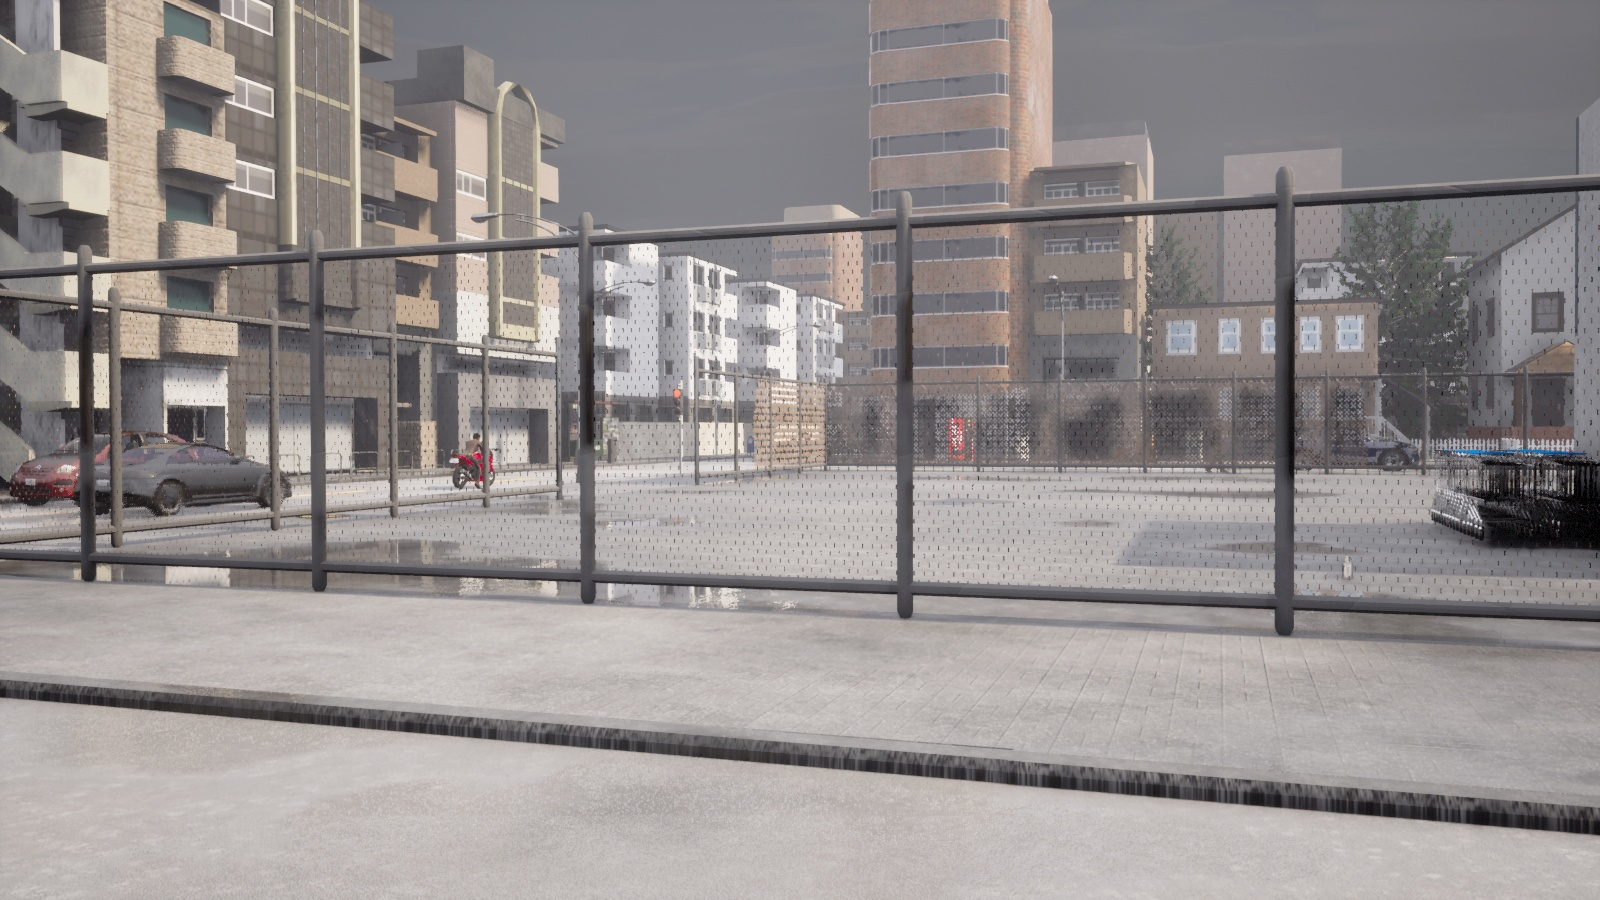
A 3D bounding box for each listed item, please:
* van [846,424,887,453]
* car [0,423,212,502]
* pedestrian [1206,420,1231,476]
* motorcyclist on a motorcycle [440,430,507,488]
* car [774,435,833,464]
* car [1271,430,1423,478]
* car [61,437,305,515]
[{"bbox_3d":[4.679,-0.807,87.688,1.775,1.987,4.442,1,1,19],"label":"van"},{"bbox_3d":[-15.348,0.220,27.950,1.851,1.617,3.988,1,1,18],"label":"car"},{"bbox_3d":[13.833,-0.076,41.501,0.703,1.840,0.431,1,1,33],"label":"pedestrian"},{"bbox_3d":[-8.945,0.223,34.468,0.797,1.523,2.044,1,1,19],"label":"motorcyclist on a motorcycle"},{"bbox_3d":[0.120,-0.034,60.039,1.895,1.301,4.718,0,1,-11],"label":"car"},{"bbox_3d":[19.504,0.109,44.994,4.856,1.649,2.033,1,1,20],"label":"car"},{"bbox_3d":[-12.120,0.445,25.006,1.994,1.385,4.181,1,1,19],"label":"car"}]
